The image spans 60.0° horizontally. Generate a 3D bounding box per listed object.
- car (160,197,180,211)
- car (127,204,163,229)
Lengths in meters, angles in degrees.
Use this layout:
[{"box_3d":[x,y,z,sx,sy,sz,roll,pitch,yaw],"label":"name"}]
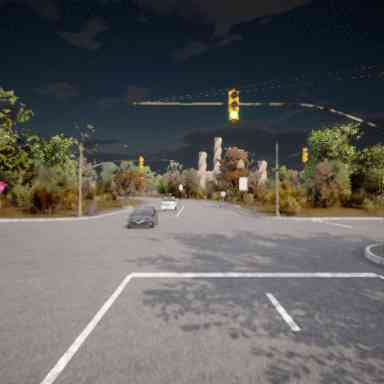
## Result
[{"box_3d":[-3.435,1.828,49.797,2.150,2.045,5.566,0,0,0],"label":"car"},{"box_3d":[-3.469,1.809,24.133,1.837,1.490,4.892,0,-1,0],"label":"car"}]
